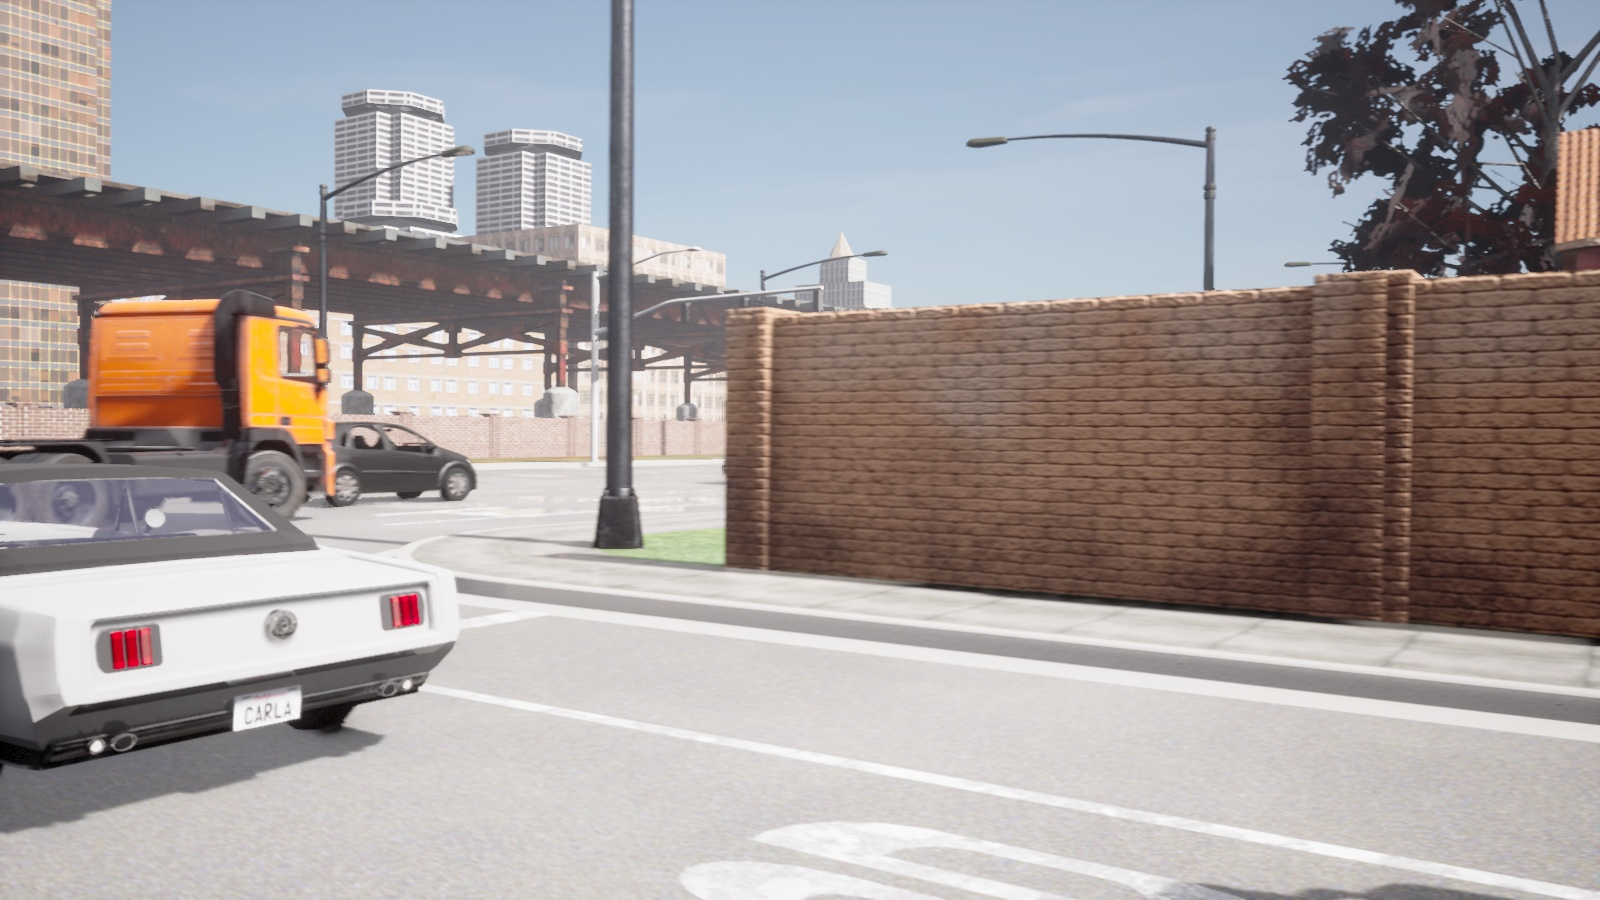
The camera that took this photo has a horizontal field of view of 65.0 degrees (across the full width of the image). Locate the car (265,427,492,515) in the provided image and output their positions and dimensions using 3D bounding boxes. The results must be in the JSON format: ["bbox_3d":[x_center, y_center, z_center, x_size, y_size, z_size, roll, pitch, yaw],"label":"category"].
[{"bbox_3d":[-8.351,0.360,25.166,1.851,1.617,3.988,0,1,34],"label":"car"}]

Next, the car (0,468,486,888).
[{"bbox_3d":[-3.927,0.782,6.235,4.718,1.301,1.895,0,1,34],"label":"car"}]

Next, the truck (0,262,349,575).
[{"bbox_3d":[-9.655,-0.390,16.840,2.891,3.462,7.936,-1,1,13],"label":"truck"}]
